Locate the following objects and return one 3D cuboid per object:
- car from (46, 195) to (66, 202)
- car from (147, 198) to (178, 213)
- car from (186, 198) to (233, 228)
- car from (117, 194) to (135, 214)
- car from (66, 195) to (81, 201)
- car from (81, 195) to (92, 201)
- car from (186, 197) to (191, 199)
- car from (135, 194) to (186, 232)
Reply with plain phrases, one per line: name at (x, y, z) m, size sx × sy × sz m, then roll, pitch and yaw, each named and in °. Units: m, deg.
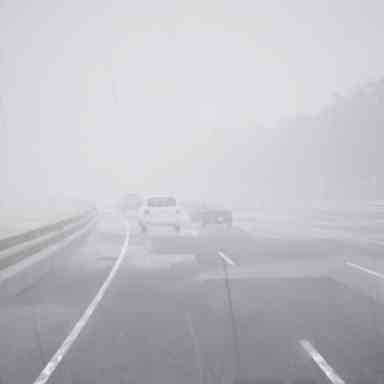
car at (-29.853, 1.476, 71.793) m, size 4.902 × 1.511 × 2.128 m, roll 0°, pitch 0°, yaw 44°
car at (-3.305, 1.422, 36.616) m, size 2.128 × 1.511 × 4.902 m, roll -1°, pitch 0°, yaw -20°
car at (1.129, 1.405, 21.725) m, size 1.882 × 1.535 × 5.008 m, roll -1°, pitch 0°, yaw -13°
car at (-6.648, 1.187, 35.602) m, size 2.150 × 2.045 × 5.566 m, roll 0°, pitch 0°, yaw -20°
car at (-27.361, 1.395, 74.250) m, size 5.008 × 1.535 × 1.882 m, roll 0°, pitch 0°, yaw 44°
car at (-24.632, 1.386, 76.501) m, size 1.837 × 1.490 × 4.892 m, roll -1°, pitch 0°, yaw -43°
car at (-0.259, 1.371, 38.454) m, size 1.882 × 1.535 × 5.008 m, roll 0°, pitch 0°, yaw -21°
car at (-2.063, 1.187, 19.980) m, size 2.150 × 2.045 × 5.566 m, roll -1°, pitch 0°, yaw -12°
